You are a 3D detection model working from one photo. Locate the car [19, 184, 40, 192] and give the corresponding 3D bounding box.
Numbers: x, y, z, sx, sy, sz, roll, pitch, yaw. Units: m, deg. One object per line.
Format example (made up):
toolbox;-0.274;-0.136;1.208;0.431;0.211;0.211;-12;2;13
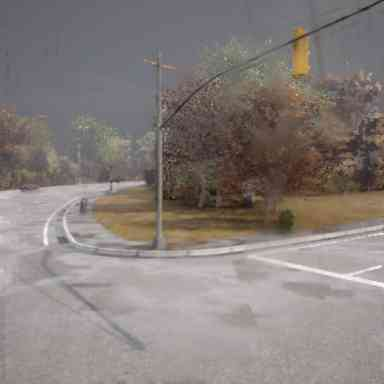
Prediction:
car;-29.072;-0.788;59.525;1.895;1.301;4.718;0;3;-1
